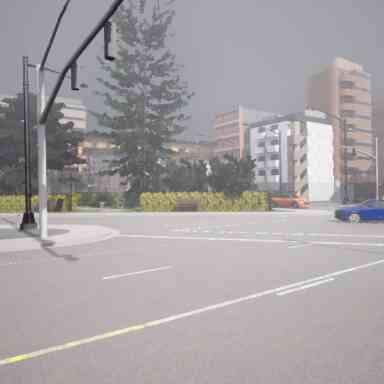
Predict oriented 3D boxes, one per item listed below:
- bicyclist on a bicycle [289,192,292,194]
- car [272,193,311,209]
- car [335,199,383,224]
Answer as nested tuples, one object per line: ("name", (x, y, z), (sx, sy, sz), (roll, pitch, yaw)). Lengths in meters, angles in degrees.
("bicyclist on a bicycle", (14.017, 0.780, 47.087), (1.656, 1.620, 0.582), (-1, 1, -35))
("car", (11.237, 0.959, 37.968), (2.097, 1.767, 4.553), (-1, 1, -35))
("car", (11.994, 1.216, 21.691), (5.008, 1.535, 1.882), (-1, 1, 8))
